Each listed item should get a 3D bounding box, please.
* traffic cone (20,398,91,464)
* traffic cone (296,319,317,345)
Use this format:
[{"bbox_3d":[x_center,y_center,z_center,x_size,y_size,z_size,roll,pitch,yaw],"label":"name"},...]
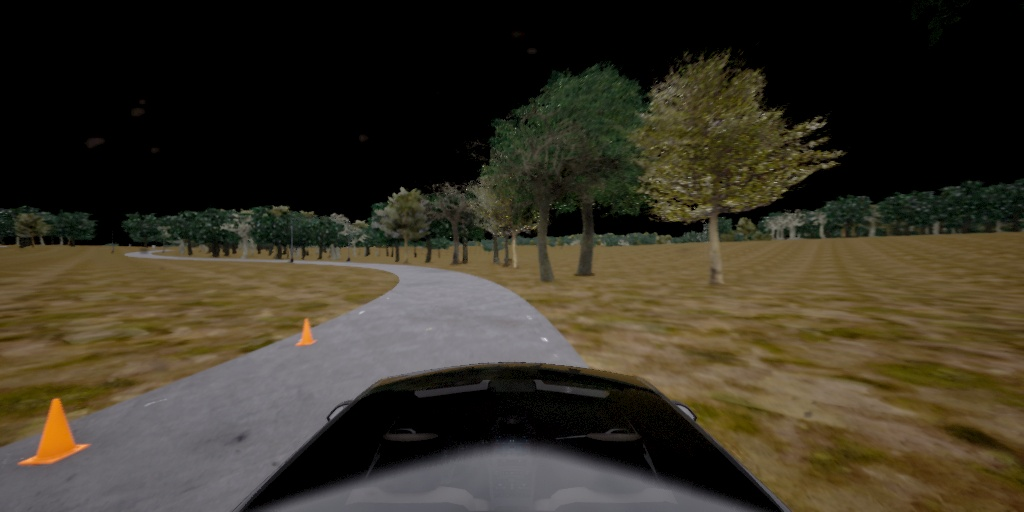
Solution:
[{"bbox_3d":[-4.779,1.793,3.765,0.340,0.580,0.340,0,0,0],"label":"traffic cone"},{"bbox_3d":[-4.933,1.802,8.631,0.340,0.580,0.340,0,0,-3],"label":"traffic cone"}]
